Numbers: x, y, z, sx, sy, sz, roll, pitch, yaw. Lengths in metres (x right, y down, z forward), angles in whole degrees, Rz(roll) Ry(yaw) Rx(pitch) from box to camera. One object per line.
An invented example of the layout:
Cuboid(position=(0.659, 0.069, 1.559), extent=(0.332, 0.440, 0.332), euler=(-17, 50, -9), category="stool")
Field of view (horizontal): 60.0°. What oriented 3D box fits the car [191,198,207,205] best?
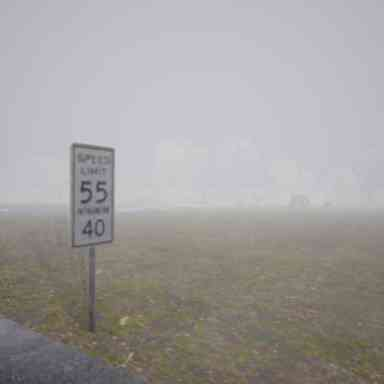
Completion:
Cuboid(position=(1.802, 2.240, 80.465), extent=(1.882, 1.535, 5.008), euler=(1, 0, 36), category="car")
